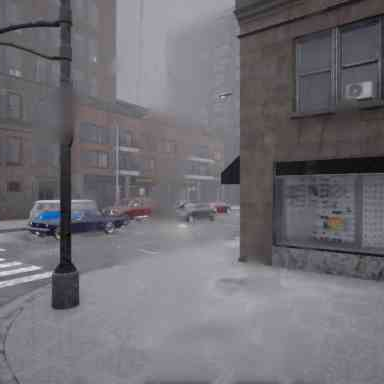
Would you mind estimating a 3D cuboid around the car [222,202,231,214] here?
[{"bbox_3d":[2.276,1.575,33.364,1.887,1.381,4.507,0,0,36],"label":"car"}]

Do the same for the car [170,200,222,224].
[{"bbox_3d":[0.065,1.529,25.593,1.837,1.490,4.892,0,0,36],"label":"car"}]

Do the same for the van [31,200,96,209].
[{"bbox_3d":[-7.556,1.358,19.757,1.690,1.788,3.998,0,0,36],"label":"van"}]

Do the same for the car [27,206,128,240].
[{"bbox_3d":[-5.920,1.617,17.353,1.895,1.301,4.718,0,0,37],"label":"car"}]

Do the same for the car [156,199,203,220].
[{"bbox_3d":[-1.002,1.466,28.829,1.967,1.590,4.097,0,0,36],"label":"car"}]

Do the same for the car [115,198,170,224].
[{"bbox_3d":[-4.279,1.336,24.293,2.192,1.841,5.009,0,0,36],"label":"car"}]
